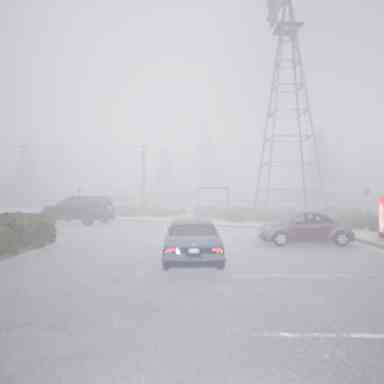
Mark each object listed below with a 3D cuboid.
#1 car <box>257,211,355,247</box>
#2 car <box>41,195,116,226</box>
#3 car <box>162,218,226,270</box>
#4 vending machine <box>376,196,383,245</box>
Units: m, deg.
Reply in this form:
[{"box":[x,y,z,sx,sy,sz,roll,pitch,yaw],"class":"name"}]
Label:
[{"box":[4.843,1.538,14.505,3.905,1.438,1.784,0,0,0],"class":"car"},{"box":[-8.121,1.254,23.823,5.566,2.045,2.150,0,0,21],"class":"car"},{"box":[0.014,1.562,11.055,2.033,1.411,5.357,0,0,-1],"class":"car"},{"box":[8.702,1.212,14.308,1.100,2.100,0.880,0,0,0],"class":"vending machine"}]
